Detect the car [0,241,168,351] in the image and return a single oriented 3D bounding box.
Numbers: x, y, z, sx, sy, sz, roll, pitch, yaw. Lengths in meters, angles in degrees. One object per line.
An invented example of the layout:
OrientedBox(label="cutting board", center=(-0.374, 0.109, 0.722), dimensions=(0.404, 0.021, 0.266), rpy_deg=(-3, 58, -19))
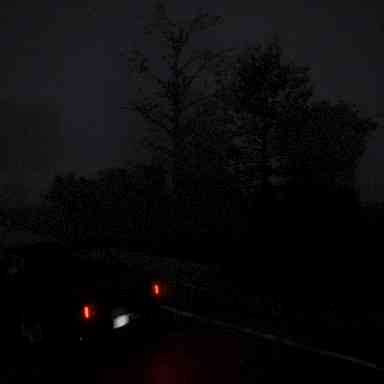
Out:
OrientedBox(label="car", center=(-2.779, 1.604, 6.247), dimensions=(4.718, 1.301, 1.895), rpy_deg=(0, 0, 38))
